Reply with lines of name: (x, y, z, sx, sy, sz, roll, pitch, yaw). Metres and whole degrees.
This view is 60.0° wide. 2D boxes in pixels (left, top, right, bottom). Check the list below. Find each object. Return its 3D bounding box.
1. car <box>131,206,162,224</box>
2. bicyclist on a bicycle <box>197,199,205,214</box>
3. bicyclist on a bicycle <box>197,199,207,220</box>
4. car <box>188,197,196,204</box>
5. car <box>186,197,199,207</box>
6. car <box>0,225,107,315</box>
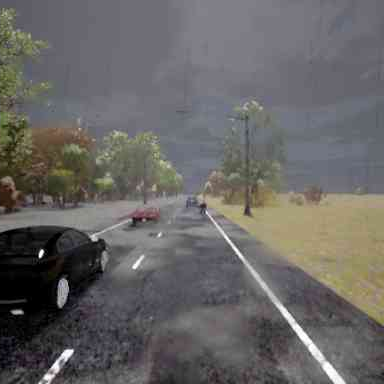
car: (-3.399, 1.712, 25.928, 1.895, 1.301, 4.718, 0, 0, 0)
bicyclist on a bicycle: (0.984, 1.596, 37.008, 0.866, 1.612, 1.509, 0, 0, 0)
bicyclist on a bicycle: (0.967, 1.490, 27.815, 0.659, 1.776, 1.843, 0, 0, 0)
car: (0.005, 1.825, 74.976, 1.837, 1.490, 4.892, 0, 0, 0)
car: (0.066, 1.597, 57.068, 2.097, 1.767, 4.553, 0, 0, 0)
car: (-3.400, 1.512, 7.750, 1.882, 1.535, 5.008, 0, 0, 0)
